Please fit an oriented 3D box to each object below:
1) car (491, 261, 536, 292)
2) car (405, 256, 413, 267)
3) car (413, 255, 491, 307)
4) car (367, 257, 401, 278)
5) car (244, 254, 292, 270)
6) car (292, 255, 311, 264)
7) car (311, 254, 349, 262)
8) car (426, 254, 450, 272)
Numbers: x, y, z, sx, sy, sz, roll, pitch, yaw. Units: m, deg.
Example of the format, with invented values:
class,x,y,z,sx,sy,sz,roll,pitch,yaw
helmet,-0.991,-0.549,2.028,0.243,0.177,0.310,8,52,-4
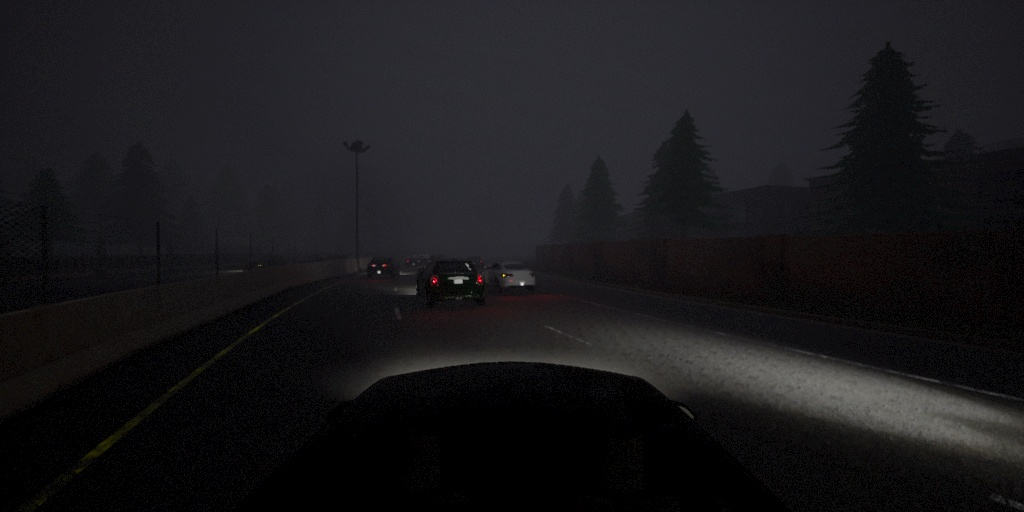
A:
class,x,y,z,sx,sy,sz,roll,pitch,yaw
car,-0.240,0.972,18.386,1.812,1.442,4.674,0,1,-17
car,-11.162,0.589,42.664,1.895,1.301,4.718,0,1,-2
car,-2.568,0.868,14.349,2.097,1.767,4.553,0,1,-20
car,-9.449,0.787,26.593,1.837,1.490,4.892,0,1,-11
car,-25.087,0.581,36.636,1.837,1.490,4.892,0,1,-4
car,-21.738,0.586,38.962,2.033,1.411,5.357,0,1,-3
car,-18.065,0.594,36.565,1.837,1.490,4.892,0,1,-4
car,-7.220,0.632,35.332,1.837,1.490,4.892,0,1,-6
